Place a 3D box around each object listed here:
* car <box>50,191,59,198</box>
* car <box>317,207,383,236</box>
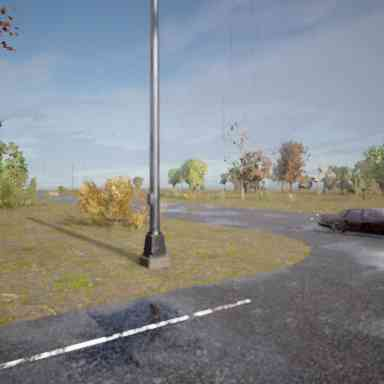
[{"bbox_3d":[-32.262,0.543,77.658,1.882,1.535,5.008,-1,1,-28],"label":"car"},{"bbox_3d":[9.038,1.498,16.651,2.033,1.411,5.357,-1,1,-35],"label":"car"}]
